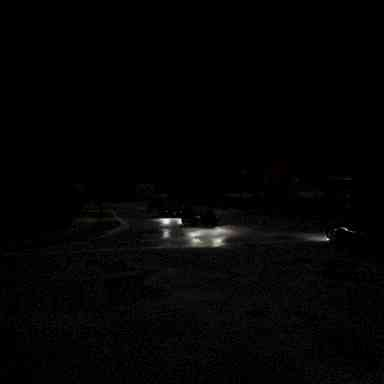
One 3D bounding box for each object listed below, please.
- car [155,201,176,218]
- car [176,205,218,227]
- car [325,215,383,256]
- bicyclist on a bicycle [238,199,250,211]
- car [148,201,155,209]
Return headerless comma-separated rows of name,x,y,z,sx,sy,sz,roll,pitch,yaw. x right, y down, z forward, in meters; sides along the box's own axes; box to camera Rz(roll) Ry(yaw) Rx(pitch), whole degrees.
car,-2.427,1.974,36.352,1.837,1.490,4.892,0,-1,-16
car,0.498,1.804,26.377,1.882,1.535,5.008,0,-1,-16
car,7.261,1.639,13.467,2.033,1.411,5.357,0,-1,1
bicyclist on a bicycle,6.636,1.668,42.632,1.656,1.620,0.582,0,-1,-16
car,-6.130,2.292,58.953,1.812,1.442,4.674,0,-1,-37
